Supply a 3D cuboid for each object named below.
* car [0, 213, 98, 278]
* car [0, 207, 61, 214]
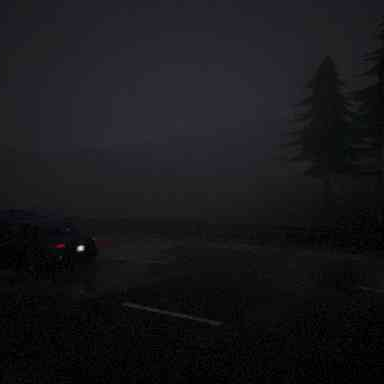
[{"bbox_3d":[-4.901,1.506,9.859,4.181,1.385,1.994,0,0,22],"label":"car"},{"bbox_3d":[-7.431,1.393,14.395,5.008,1.535,1.882,0,0,17],"label":"car"}]
